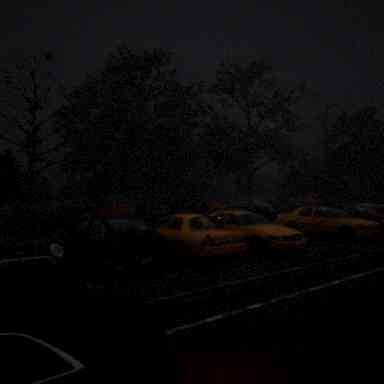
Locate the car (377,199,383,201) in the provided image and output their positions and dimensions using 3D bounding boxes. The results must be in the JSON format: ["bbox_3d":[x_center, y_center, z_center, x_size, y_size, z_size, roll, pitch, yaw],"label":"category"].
[{"bbox_3d":[10.957,1.391,20.071,1.946,1.575,5.366,0,0,-35],"label":"car"}]

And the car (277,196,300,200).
[{"bbox_3d":[8.067,1.409,33.784,2.163,1.488,4.792,0,0,-35],"label":"car"}]

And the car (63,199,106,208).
[{"bbox_3d":[-7.899,1.455,22.564,2.163,1.488,4.792,0,0,-35],"label":"car"}]

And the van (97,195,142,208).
[{"bbox_3d":[-5.688,1.189,24.235,1.878,1.987,4.442,0,0,-35],"label":"van"}]

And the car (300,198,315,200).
[{"bbox_3d":[10.192,1.248,35.361,2.185,1.767,4.553,0,0,-35],"label":"car"}]

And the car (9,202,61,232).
[{"bbox_3d":[-10.054,1.472,21.040,2.163,1.488,4.792,-1,0,-35],"label":"car"}]

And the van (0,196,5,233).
[{"bbox_3d":[-12.223,1.240,19.337,1.878,1.987,4.442,-1,0,-36],"label":"van"}]

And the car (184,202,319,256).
[{"bbox_3d":[2.006,1.416,13.286,1.946,1.575,5.366,0,0,-35],"label":"car"}]

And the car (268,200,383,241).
[{"bbox_3d":[6.638,1.402,16.562,1.946,1.575,5.366,0,0,-35],"label":"car"}]

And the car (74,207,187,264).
[{"bbox_3d":[-2.523,1.448,10.303,2.231,1.521,4.892,0,0,-35],"label":"car"}]

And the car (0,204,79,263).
[{"bbox_3d":[-4.814,1.345,8.727,2.185,1.767,4.553,-1,0,-35],"label":"car"}]

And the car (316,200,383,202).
[{"bbox_3d":[8.794,1.401,18.321,2.231,1.521,4.892,0,0,-35],"label":"car"}]

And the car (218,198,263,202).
[{"bbox_3d":[3.634,1.387,30.457,1.946,1.575,5.366,0,0,-35],"label":"car"}]

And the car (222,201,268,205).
[{"bbox_3d":[3.582,1.472,20.066,5.357,1.411,2.033,0,0,-35],"label":"car"}]

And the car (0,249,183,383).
[{"bbox_3d":[-2.358,1.513,2.004,4.892,1.490,1.837,-1,0,-36],"label":"car"}]

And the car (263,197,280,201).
[{"bbox_3d":[5.790,1.425,32.206,2.002,1.452,4.674,0,0,-35],"label":"car"}]

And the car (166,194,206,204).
[{"bbox_3d":[-1.013,1.150,27.433,2.435,2.045,5.566,0,0,-35],"label":"car"}]

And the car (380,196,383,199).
[{"bbox_3d":[13.314,1.137,21.545,2.435,2.045,5.566,0,0,-35],"label":"car"}]

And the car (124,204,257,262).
[{"bbox_3d":[-0.374,1.427,12.057,1.946,1.575,5.366,0,0,-35],"label":"car"}]

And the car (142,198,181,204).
[{"bbox_3d":[-3.241,1.436,25.788,2.163,1.488,4.792,0,0,-35],"label":"car"}]
